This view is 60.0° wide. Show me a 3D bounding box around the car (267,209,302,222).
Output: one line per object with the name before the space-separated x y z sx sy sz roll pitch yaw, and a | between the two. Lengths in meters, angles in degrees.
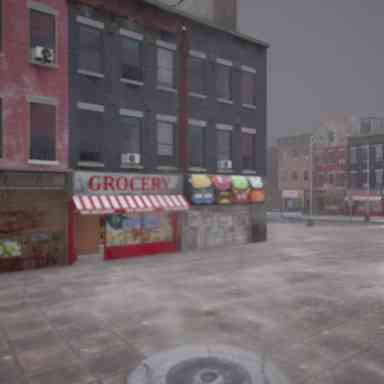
car | 9.280 2.458 35.829 1.895 1.301 4.718 0 -2 -36
